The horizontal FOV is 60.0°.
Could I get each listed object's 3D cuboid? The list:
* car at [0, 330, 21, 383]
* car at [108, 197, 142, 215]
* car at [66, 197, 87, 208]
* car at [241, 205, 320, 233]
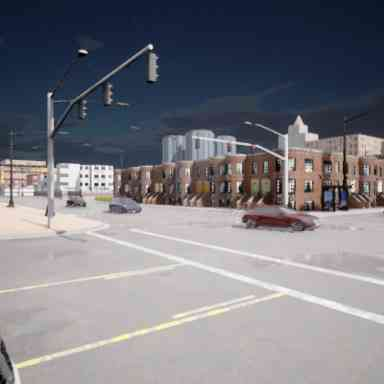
[{"bbox_3d":[-3.686,1.222,1.138,5.566,2.045,2.150,0,0,-35],"label":"car"},{"bbox_3d":[-6.989,1.350,34.472,2.097,1.767,4.553,0,0,-36],"label":"car"},{"bbox_3d":[-16.658,1.501,47.858,1.837,1.490,4.892,0,1,-36],"label":"car"},{"bbox_3d":[5.133,1.524,19.762,4.674,1.442,1.812,0,0,41],"label":"car"}]
